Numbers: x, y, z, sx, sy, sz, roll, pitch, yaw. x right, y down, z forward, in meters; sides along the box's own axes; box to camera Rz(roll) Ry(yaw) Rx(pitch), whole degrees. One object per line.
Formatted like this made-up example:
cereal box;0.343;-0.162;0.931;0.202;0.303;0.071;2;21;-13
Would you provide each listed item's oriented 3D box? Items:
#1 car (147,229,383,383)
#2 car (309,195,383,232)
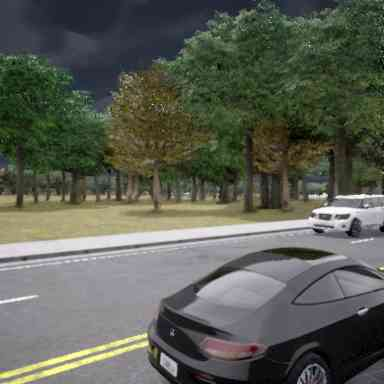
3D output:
car;1.644;1.516;4.613;4.674;1.442;1.812;0;0;-35
car;8.678;1.175;17.854;5.566;2.045;2.150;0;0;-35
